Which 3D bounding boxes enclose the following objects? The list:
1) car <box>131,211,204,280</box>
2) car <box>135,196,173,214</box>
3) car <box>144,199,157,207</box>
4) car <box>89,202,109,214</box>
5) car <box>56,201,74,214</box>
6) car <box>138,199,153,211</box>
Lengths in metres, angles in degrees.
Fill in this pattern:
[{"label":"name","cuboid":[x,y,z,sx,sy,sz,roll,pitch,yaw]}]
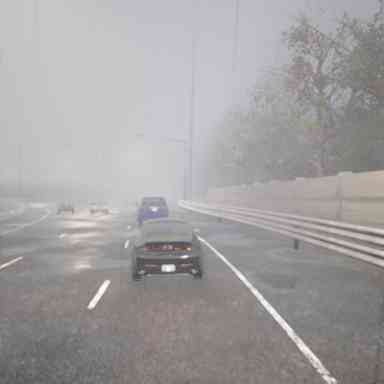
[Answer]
[{"label":"car","cuboid":[-0.756,1.541,10.113,1.837,1.490,4.892,0,-1,-5]},{"label":"car","cuboid":[-3.064,1.319,25.375,2.150,2.045,5.566,0,0,-11]},{"label":"car","cuboid":[-6.945,1.810,56.071,1.895,1.301,4.718,0,0,-2]},{"label":"car","cuboid":[-10.741,1.758,38.095,1.895,1.301,4.718,0,0,-21]},{"label":"car","cuboid":[-14.743,1.716,38.789,2.033,1.411,5.357,0,0,-22]},{"label":"car","cuboid":[-6.068,1.692,44.071,1.812,1.442,4.674,0,0,-6]}]
